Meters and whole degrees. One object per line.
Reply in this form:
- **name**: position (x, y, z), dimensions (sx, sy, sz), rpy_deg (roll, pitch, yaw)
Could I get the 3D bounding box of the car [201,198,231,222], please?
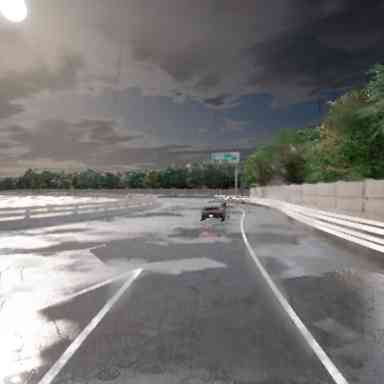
- **car**: position (1.940, 1.502, 26.632), dimensions (1.837, 1.490, 4.892), rpy_deg (1, 0, 13)
